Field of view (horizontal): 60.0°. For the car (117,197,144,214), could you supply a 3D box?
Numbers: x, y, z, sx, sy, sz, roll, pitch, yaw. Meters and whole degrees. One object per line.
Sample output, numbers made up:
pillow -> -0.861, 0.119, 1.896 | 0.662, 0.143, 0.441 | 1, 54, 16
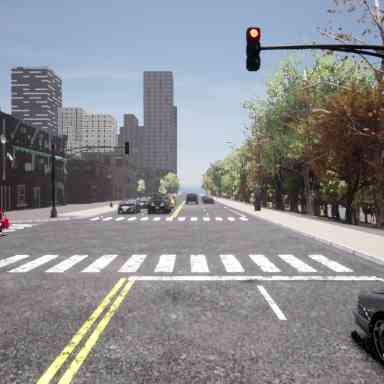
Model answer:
car -> -6.661, 1.481, 35.582 | 2.128, 1.511, 4.902 | 0, 0, 0

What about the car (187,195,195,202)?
car -> -0.151, 1.494, 75.823 | 1.812, 1.442, 4.674 | 0, 0, 0

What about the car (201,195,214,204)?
car -> 3.224, 1.539, 64.267 | 1.994, 1.385, 4.181 | 0, 0, 0

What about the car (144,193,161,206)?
car -> -6.694, 1.201, 56.672 | 2.150, 2.045, 5.566 | 0, 0, 1

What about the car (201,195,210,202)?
car -> 3.103, 1.447, 75.917 | 1.882, 1.535, 5.008 | 0, 0, 0

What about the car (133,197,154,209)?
car -> -6.675, 1.476, 45.983 | 2.128, 1.511, 4.902 | 0, 0, 0

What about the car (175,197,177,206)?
car -> -3.426, 1.462, 45.907 | 1.882, 1.535, 5.008 | 0, 0, 0

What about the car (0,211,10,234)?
car -> -12.222, 1.330, 16.895 | 5.566, 2.045, 2.150 | -2, 0, 9

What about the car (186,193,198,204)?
car -> -0.023, 1.200, 62.305 | 2.150, 2.045, 5.566 | 0, 0, 0

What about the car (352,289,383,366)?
car -> 3.345, 1.547, 2.571 | 2.033, 1.411, 5.357 | 0, 0, 0

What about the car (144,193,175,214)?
car -> -3.422, 1.210, 35.909 | 2.150, 2.045, 5.566 | 0, 0, 1
